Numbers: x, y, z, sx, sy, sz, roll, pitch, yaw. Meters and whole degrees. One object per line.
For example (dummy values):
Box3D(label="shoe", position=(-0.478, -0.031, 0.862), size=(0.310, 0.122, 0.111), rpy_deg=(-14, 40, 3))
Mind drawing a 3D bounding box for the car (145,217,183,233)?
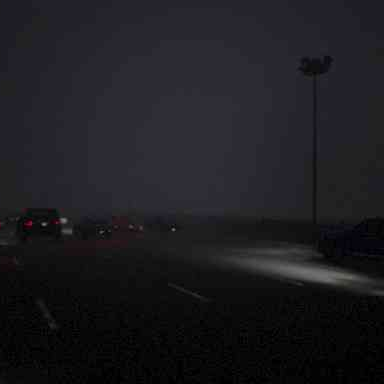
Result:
Box3D(label="car", position=(-2.728, 2.899, 29.549), size=(1.895, 1.301, 4.718), rpy_deg=(3, -3, -32))

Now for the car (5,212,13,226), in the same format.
Box3D(label="car", position=(-18.076, 2.738, 34.200), size=(2.033, 1.411, 5.357), rpy_deg=(3, -3, -32))

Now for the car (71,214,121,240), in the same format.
Box3D(label="car", position=(-7.049, 2.417, 23.305), size=(2.128, 1.511, 4.902), rpy_deg=(3, -3, -32))

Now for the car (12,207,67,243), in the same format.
Box3D(label="car", position=(-9.812, 1.993, 21.148), size=(2.150, 2.045, 5.566), rpy_deg=(3, -3, -32))

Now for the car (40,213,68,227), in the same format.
Box3D(label="car", position=(-14.884, 2.925, 35.692), size=(1.895, 1.301, 4.718), rpy_deg=(3, -3, -32))

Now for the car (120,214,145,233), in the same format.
Box3D(label="car", position=(-6.165, 2.654, 28.451), size=(1.882, 1.535, 5.008), rpy_deg=(3, -3, -32))

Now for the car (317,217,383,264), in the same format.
Box3D(label="car", position=(7.730, 1.989, 13.034), size=(2.150, 2.045, 5.566), rpy_deg=(3, -3, -32))
